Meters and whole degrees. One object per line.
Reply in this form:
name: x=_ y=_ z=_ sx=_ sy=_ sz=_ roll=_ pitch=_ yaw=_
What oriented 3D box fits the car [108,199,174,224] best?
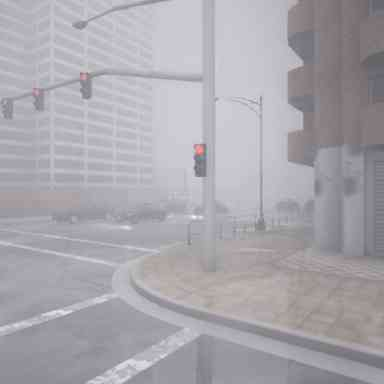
car: x=-3.759 y=1.530 z=25.148 sx=1.812 sy=1.442 sz=4.674 roll=0 pitch=0 yaw=35

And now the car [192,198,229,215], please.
car: x=1.941 y=1.569 z=33.199 sx=1.994 sy=1.385 sz=4.181 roll=0 pitch=0 yaw=36

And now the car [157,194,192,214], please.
car: x=-2.481 y=1.358 z=33.029 sx=2.097 sy=1.767 sz=4.553 roll=0 pitch=0 yaw=35

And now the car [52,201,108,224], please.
car: x=-8.060 y=1.483 z=25.164 sx=1.882 sy=1.535 sz=5.008 roll=0 pitch=0 yaw=35

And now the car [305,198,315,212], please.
car: x=14.543 y=1.508 z=38.574 sx=1.837 sy=1.490 sz=4.892 roll=0 pitch=0 yaw=35

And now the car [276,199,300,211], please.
car: x=11.711 y=1.530 z=40.662 sx=1.812 sy=1.442 sz=4.674 roll=0 pitch=0 yaw=35
